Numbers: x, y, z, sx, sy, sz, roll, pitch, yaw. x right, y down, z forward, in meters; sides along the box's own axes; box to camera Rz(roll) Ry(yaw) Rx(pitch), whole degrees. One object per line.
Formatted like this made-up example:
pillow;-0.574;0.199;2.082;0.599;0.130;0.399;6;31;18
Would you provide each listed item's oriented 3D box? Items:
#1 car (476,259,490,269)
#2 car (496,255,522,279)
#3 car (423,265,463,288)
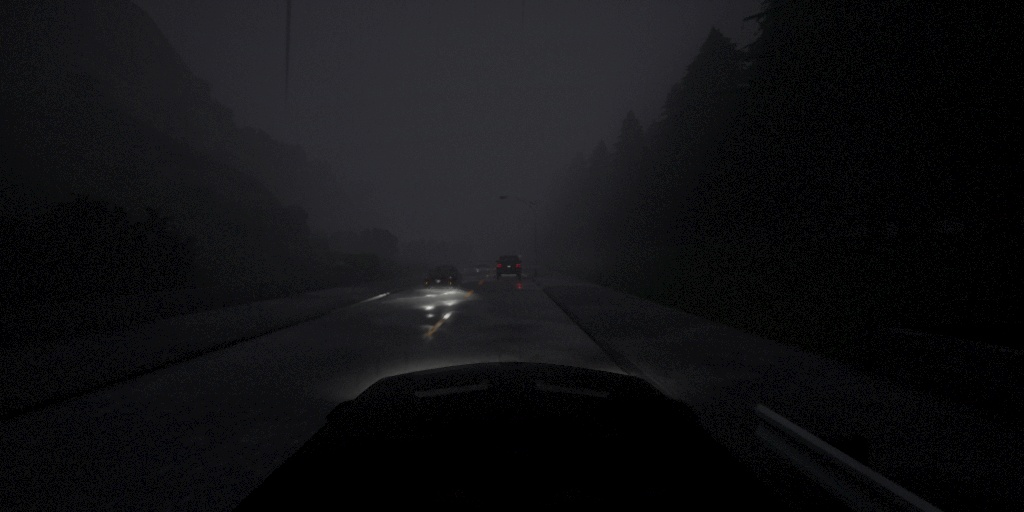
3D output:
car;-4.712;1.263;58.219;1.812;1.442;4.674;0;1;0
car;-0.290;0.973;32.852;2.150;2.045;5.566;0;0;-1
car;-4.365;1.297;23.191;1.994;1.385;4.181;0;0;-1
